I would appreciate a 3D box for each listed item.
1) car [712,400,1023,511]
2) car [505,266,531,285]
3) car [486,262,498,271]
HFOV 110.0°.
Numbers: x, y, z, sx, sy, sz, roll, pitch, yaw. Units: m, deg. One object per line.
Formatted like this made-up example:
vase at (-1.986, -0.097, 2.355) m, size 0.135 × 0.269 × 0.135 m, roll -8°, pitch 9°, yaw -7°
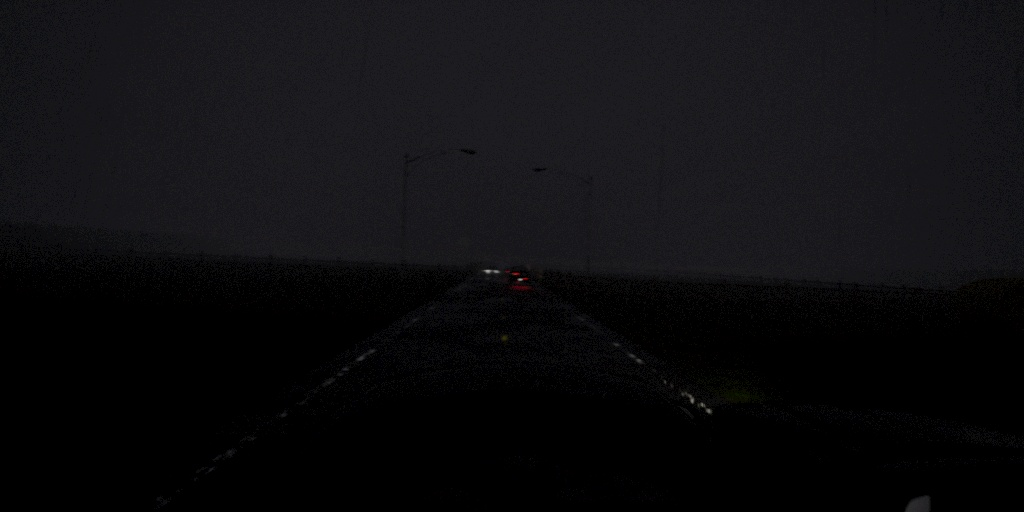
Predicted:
car at (2.473, 1.314, 0.740) m, size 1.882 × 1.535 × 5.008 m, roll 2°, pitch -1°, yaw -2°
car at (0.530, 1.614, 30.695) m, size 1.837 × 1.490 × 4.892 m, roll 2°, pitch 0°, yaw -3°
car at (-3.527, 1.839, 64.727) m, size 1.837 × 1.490 × 4.892 m, roll 2°, pitch -1°, yaw -2°
